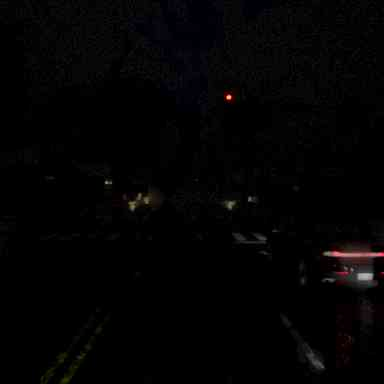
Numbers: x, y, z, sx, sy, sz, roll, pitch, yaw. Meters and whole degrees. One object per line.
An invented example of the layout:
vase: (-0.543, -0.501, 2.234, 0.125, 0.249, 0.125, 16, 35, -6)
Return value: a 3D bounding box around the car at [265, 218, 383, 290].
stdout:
car: (3.359, 1.452, 8.994, 2.128, 1.511, 4.902, 0, 0, -2)
